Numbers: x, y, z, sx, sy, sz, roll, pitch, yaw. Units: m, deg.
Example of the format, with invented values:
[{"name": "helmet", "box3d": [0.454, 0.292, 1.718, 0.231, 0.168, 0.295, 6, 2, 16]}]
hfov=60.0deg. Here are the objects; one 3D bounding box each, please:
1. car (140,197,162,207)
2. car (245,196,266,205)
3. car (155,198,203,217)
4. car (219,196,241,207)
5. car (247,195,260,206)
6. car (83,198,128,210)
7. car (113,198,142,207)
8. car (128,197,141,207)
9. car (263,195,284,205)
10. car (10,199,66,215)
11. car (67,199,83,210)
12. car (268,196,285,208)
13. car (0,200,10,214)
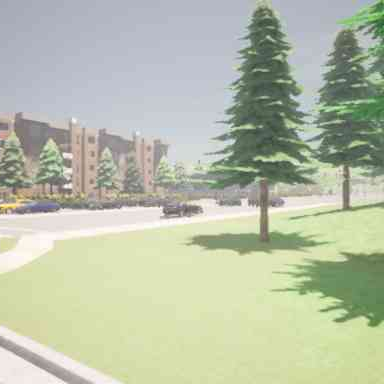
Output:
[{"name": "car", "box3d": [-5.291, 1.614, 51.637, 1.837, 1.490, 4.892, 0, 0, 35]}, {"name": "car", "box3d": [11.935, 1.575, 62.185, 2.128, 1.511, 4.902, 0, 0, 35]}, {"name": "car", "box3d": [-0.834, 1.552, 31.629, 2.128, 1.511, 4.902, 0, 0, 35]}, {"name": "car", "box3d": [6.228, 1.435, 54.046, 2.097, 1.767, 4.553, 0, 0, 35]}, {"name": "car", "box3d": [11.076, 1.424, 54.784, 2.097, 1.767, 4.553, 0, 0, 36]}, {"name": "car", "box3d": [-11.165, 1.601, 43.330, 2.128, 1.511, 4.902, 0, 0, 35]}, {"name": "car", "box3d": [-10.822, 1.732, 55.854, 1.895, 1.301, 4.718, 0, 0, 35]}, {"name": "car", "box3d": [-8.266, 1.598, 53.417, 1.882, 1.535, 5.008, 0, 0, 35]}, {"name": "car", "box3d": [14.798, 1.424, 60.172, 2.097, 1.767, 4.553, 0, 0, 35]}, {"name": "car", "box3d": [-16.485, 1.635, 35.744, 1.812, 1.442, 4.674, 0, 0, 35]}, {"name": "car", "box3d": [-14.061, 1.721, 45.275, 1.895, 1.301, 4.718, 0, 0, 35]}, {"name": "car", "box3d": [12.645, 1.567, 50.929, 1.837, 1.490, 4.892, 0, 0, 35]}, {"name": "car", "box3d": [-19.437, 1.598, 37.639, 1.882, 1.535, 5.008, 0, 0, 35]}]
